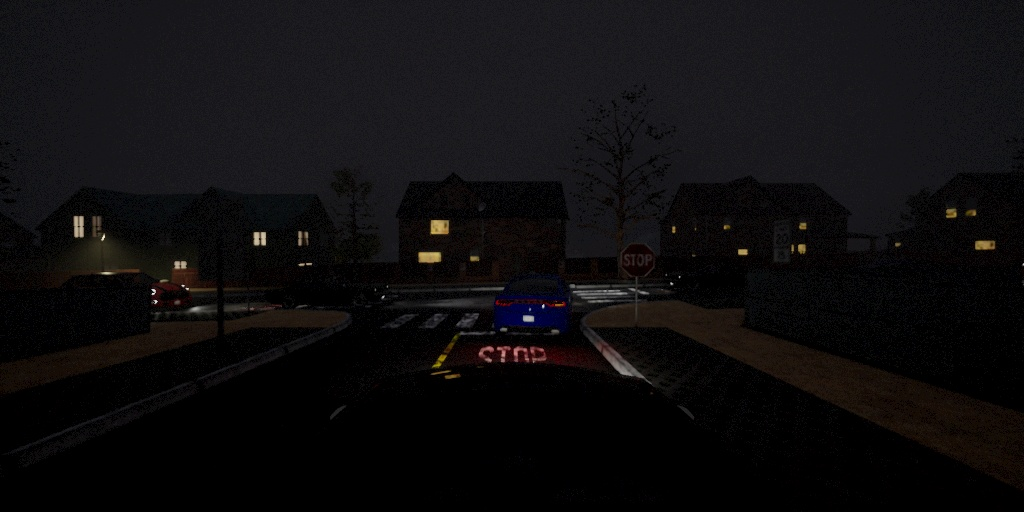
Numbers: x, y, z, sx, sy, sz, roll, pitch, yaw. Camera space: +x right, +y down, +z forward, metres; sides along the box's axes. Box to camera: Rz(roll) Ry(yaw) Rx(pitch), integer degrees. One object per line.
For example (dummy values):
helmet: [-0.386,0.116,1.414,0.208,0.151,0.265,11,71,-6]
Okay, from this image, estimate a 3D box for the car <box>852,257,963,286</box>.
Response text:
car: [20.059,0.779,18.543,5.357,1.411,2.033,-1,1,0]

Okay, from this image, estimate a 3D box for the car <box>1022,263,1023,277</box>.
car: [29.568,0.360,18.534,4.553,1.767,2.097,-1,1,0]

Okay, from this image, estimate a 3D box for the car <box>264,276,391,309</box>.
car: [-7.809,1.526,15.582,4.718,1.301,1.895,-1,1,0]

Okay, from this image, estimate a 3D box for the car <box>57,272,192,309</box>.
car: [-16.797,1.492,15.576,4.553,1.767,2.097,-1,1,0]

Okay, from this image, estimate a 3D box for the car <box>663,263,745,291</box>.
car: [10.413,1.059,18.508,4.718,1.301,1.895,-1,1,-1]

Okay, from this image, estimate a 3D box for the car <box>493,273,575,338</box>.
car: [0.788,1.239,10.373,1.882,1.535,5.008,0,0,10]
